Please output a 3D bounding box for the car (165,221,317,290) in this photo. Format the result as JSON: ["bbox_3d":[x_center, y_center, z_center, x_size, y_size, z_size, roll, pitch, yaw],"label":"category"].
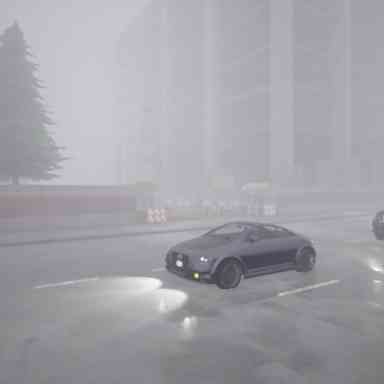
[{"bbox_3d":[1.384,1.504,8.966,4.181,1.385,1.994,-1,0,-32],"label":"car"}]

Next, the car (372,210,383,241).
[{"bbox_3d":[10.273,1.073,14.579,5.566,2.045,2.150,0,0,-32],"label":"car"}]
